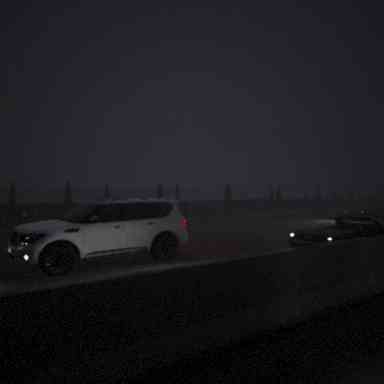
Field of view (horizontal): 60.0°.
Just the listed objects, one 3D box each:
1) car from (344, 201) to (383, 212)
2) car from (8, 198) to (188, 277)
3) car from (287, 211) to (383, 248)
[{"bbox_3d":[14.560,1.528,27.738,4.674,1.442,1.812,0,0,-36],"label":"car"},{"bbox_3d":[-2.720,1.227,10.692,5.566,2.045,2.150,0,0,-36],"label":"car"},{"bbox_3d":[5.724,1.602,12.539,4.718,1.301,1.895,0,0,-36],"label":"car"}]
